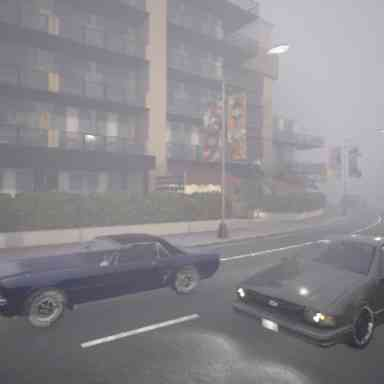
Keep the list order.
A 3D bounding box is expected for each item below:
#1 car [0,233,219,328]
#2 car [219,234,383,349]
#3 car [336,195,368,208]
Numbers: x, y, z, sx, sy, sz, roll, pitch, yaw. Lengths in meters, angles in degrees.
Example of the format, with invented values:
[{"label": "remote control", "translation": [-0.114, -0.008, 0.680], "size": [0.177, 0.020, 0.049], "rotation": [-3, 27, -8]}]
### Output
[{"label": "car", "translation": [-1.723, 1.611, 7.151], "size": [4.718, 1.301, 1.895], "rotation": [0, 0, -37]}, {"label": "car", "translation": [3.238, 1.572, 6.513], "size": [5.357, 1.411, 2.033], "rotation": [0, 0, -38]}, {"label": "car", "translation": [25.092, 1.418, 51.786], "size": [2.150, 2.045, 5.566], "rotation": [0, -1, 1]}]
